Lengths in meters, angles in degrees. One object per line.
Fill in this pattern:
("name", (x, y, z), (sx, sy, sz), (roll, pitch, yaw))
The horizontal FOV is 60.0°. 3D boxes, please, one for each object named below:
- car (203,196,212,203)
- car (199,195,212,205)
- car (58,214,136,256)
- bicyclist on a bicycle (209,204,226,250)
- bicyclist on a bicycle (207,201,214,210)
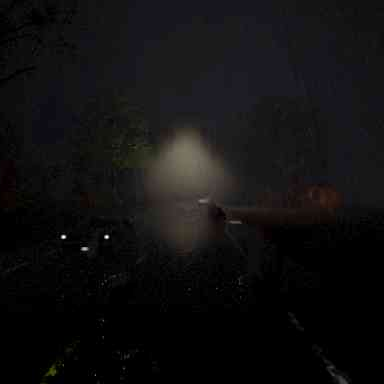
("car", (3.475, 1.601, 73.450), (1.895, 1.301, 4.718), (0, 0, 5))
("car", (2.163, 1.570, 56.215), (1.895, 1.301, 4.718), (0, 0, 4))
("car", (-3.527, 1.563, 13.163), (1.895, 1.301, 4.718), (0, 0, 0))
("bicyclist on a bicycle", (1.101, 1.419, 13.216), (0.582, 1.620, 1.656), (0, 0, 1))
("bicyclist on a bicycle", (1.317, 1.404, 22.352), (0.582, 1.620, 1.656), (0, 0, 2))
